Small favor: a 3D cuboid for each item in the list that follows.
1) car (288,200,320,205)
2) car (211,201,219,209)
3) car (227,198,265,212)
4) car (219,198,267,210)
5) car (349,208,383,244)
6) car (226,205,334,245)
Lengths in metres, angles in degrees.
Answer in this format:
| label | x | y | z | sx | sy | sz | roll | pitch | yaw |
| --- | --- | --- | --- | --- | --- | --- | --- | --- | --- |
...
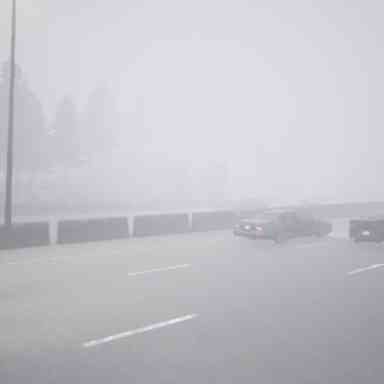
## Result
| label | x | y | z | sx | sy | sz | roll | pitch | yaw |
| --- | --- | --- | --- | --- | --- | --- | --- | --- | --- |
| car | 11.451 | 1.478 | 33.808 | 4.718 | 1.301 | 1.895 | -1 | 0 | -35 |
| car | 4.356 | 1.477 | 41.647 | 4.181 | 1.385 | 1.994 | -1 | 0 | -35 |
| car | 6.374 | 1.470 | 38.786 | 4.181 | 1.385 | 1.994 | -1 | 0 | -35 |
| car | 5.543 | 1.425 | 33.893 | 4.902 | 1.511 | 2.128 | -1 | 0 | -36 |
| car | 8.805 | 1.441 | 14.438 | 5.008 | 1.535 | 1.882 | 0 | 0 | -36 |
| car | 4.367 | 1.534 | 15.548 | 5.357 | 1.411 | 2.033 | 0 | 0 | -36 |
